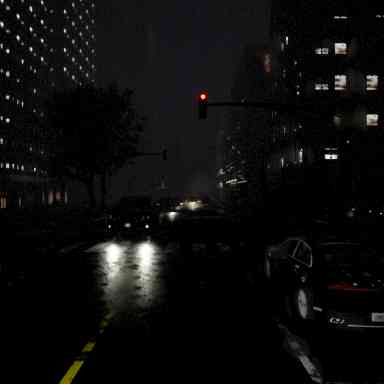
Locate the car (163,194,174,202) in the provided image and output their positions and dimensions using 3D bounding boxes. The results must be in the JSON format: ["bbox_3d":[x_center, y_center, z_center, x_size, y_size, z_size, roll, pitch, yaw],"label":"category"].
[{"bbox_3d":[-5.573,1.386,77.990,2.192,1.841,5.009,0,0,0],"label":"car"}]

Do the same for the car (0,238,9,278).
[{"bbox_3d":[-5.680,1.545,6.942,1.887,1.381,4.507,0,0,0],"label":"car"}]

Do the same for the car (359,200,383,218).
[{"bbox_3d":[15.473,0.994,23.757,5.566,2.045,2.150,-1,0,0],"label":"car"}]

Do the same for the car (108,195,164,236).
[{"bbox_3d":[-3.070,1.226,18.641,2.150,2.045,5.566,0,0,0],"label":"car"}]

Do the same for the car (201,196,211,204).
[{"bbox_3d":[2.792,1.578,67.101,1.752,1.417,4.829,0,0,0],"label":"car"}]

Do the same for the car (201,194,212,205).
[{"bbox_3d":[2.783,1.610,61.408,1.947,1.339,4.313,0,0,0],"label":"car"}]

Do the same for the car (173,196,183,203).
[{"bbox_3d":[-2.892,1.572,70.546,1.812,1.442,4.674,0,0,0],"label":"car"}]

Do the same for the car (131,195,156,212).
[{"bbox_3d":[-5.632,1.336,39.330,2.192,1.841,5.009,0,0,0],"label":"car"}]

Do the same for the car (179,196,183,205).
[{"bbox_3d":[-3.001,1.515,55.377,1.882,1.535,5.008,0,0,0],"label":"car"}]

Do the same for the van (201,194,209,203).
[{"bbox_3d":[2.799,1.402,72.455,1.690,1.788,3.998,0,0,0],"label":"van"}]

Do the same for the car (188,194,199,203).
[{"bbox_3d":[0.104,1.581,69.058,1.812,1.442,4.674,0,0,0],"label":"car"}]

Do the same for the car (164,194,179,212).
[{"bbox_3d":[-3.039,1.373,39.114,2.097,1.767,4.553,0,0,0],"label":"car"}]

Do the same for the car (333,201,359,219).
[{"bbox_3d":[13.466,1.350,26.318,4.403,1.369,2.008,-1,1,0],"label":"car"}]

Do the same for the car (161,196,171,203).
[{"bbox_3d":[-5.581,1.627,72.468,1.947,1.339,4.313,0,0,0],"label":"car"}]

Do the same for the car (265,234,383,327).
[{"bbox_3d":[2.700,1.551,6.929,2.008,1.369,4.403,0,0,0],"label":"car"}]

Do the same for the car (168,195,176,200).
[{"bbox_3d":[-5.548,1.654,94.558,2.008,1.369,4.403,0,0,0],"label":"car"}]
